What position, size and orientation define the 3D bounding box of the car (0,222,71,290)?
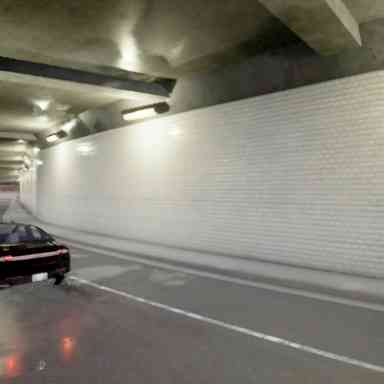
[{"bbox_3d":[-4.908,1.515,8.387,4.902,1.511,2.128,0,0,42],"label":"car"}]
